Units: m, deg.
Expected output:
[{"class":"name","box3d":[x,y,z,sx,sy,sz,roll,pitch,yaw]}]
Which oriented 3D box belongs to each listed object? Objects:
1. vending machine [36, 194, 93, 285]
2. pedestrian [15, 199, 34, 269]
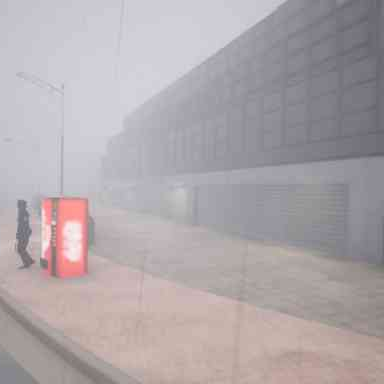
[{"class":"vending machine","box3d":[-3.243,1.123,8.458,1.100,2.100,0.880,1,0,-40]},{"class":"pedestrian","box3d":[-4.370,1.052,8.605,0.375,1.860,0.375,1,0,-39]}]
